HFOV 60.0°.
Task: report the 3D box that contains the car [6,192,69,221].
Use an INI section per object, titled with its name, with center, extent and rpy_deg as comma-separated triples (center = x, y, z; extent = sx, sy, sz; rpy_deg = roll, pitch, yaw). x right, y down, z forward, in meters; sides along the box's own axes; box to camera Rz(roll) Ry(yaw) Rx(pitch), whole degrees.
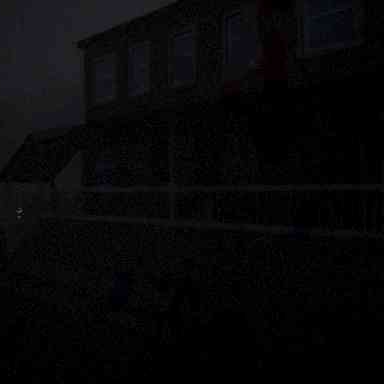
[car]
center = -12.020, 0.834, 25.812
extent = 2.097, 1.767, 4.553
rpy_deg = 0, 15, 34
